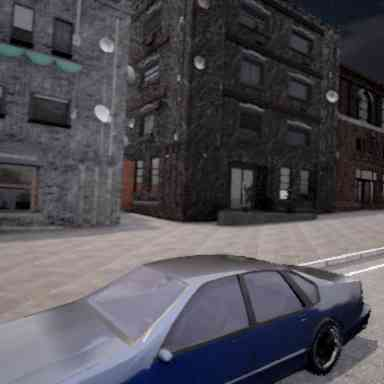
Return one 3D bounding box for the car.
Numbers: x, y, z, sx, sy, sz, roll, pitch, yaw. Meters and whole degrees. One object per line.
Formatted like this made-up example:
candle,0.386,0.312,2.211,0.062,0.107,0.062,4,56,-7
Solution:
car,0.069,1.549,4.041,5.357,1.411,2.033,0,0,-35
